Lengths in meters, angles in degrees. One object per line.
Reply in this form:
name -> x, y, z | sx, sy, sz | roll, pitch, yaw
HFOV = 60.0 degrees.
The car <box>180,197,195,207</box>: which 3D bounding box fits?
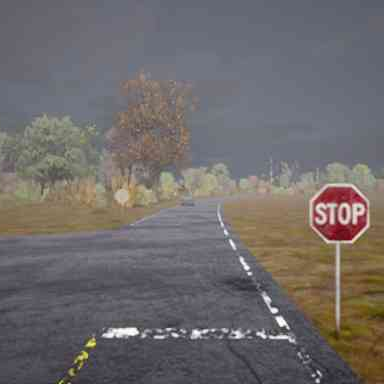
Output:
car -> -0.622, 1.361, 48.265 | 2.033, 1.411, 5.357 | 0, 0, 5
